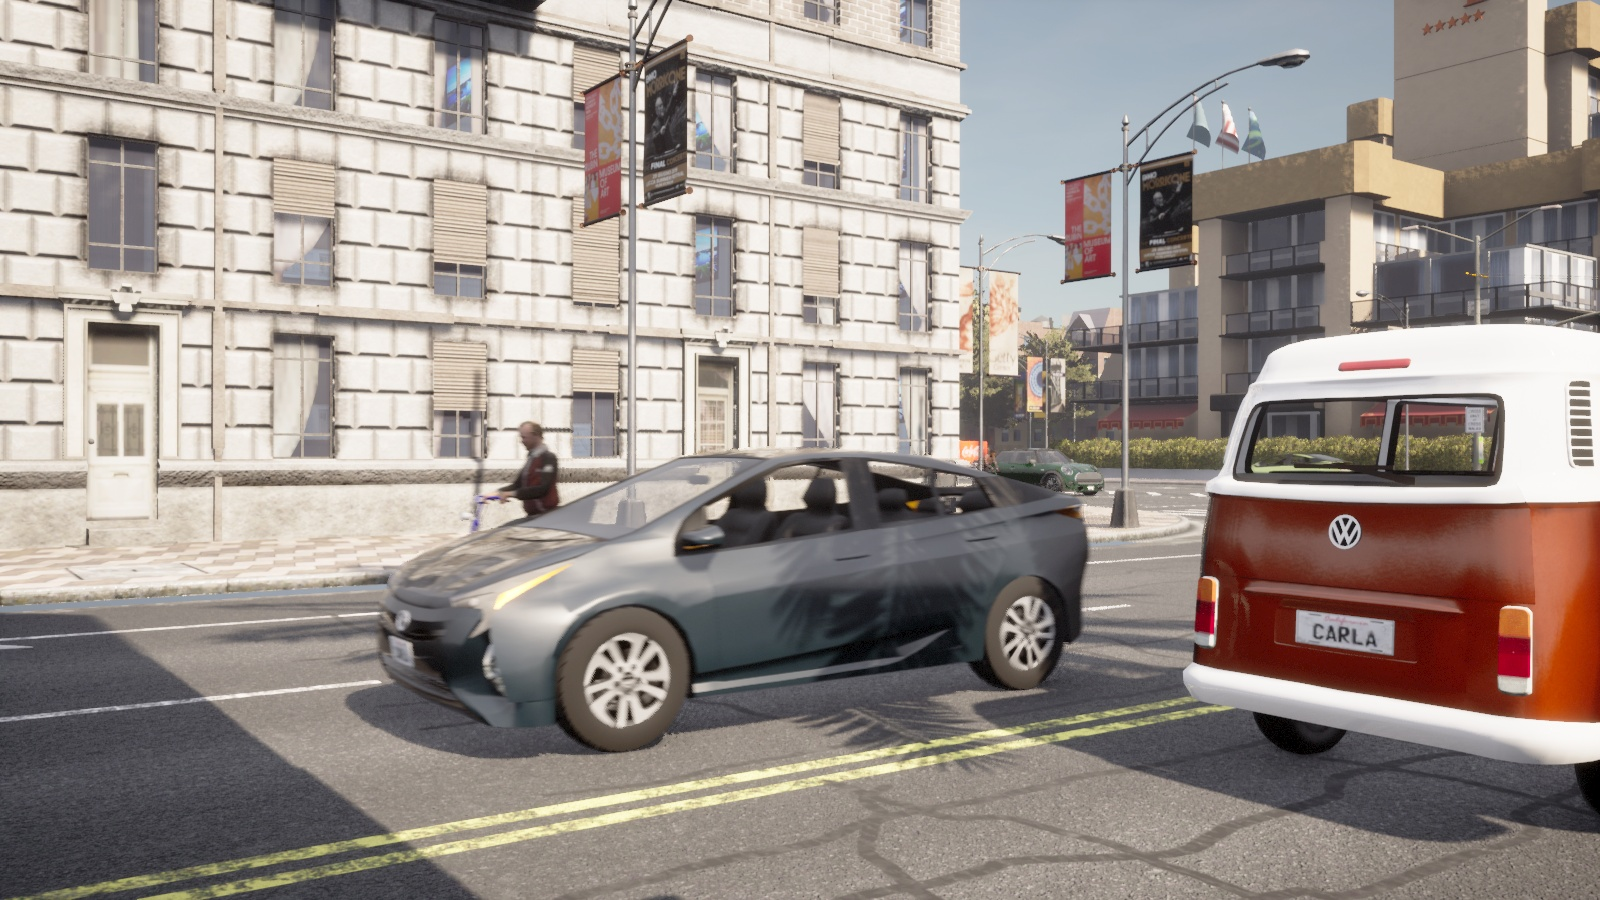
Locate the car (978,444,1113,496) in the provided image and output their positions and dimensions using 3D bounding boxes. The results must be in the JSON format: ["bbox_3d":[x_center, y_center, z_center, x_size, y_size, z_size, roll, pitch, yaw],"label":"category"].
[{"bbox_3d":[8.715,0.692,44.925,2.097,1.767,4.553,0,0,-35],"label":"car"}]

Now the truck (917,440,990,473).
[{"bbox_3d":[11.794,0.464,96.307,5.204,2.467,2.627,0,0,-36],"label":"truck"}]

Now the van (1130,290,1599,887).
[{"bbox_3d":[3.995,0.475,6.381,4.480,2.038,2.069,0,0,-35],"label":"van"}]

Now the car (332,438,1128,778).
[{"bbox_3d":[-0.283,0.711,7.739,4.514,1.525,2.007,0,0,-35],"label":"car"}]

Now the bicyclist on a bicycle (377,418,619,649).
[{"bbox_3d":[-2.495,0.646,10.463,1.843,1.776,0.659,0,0,-35],"label":"bicyclist on a bicycle"}]
